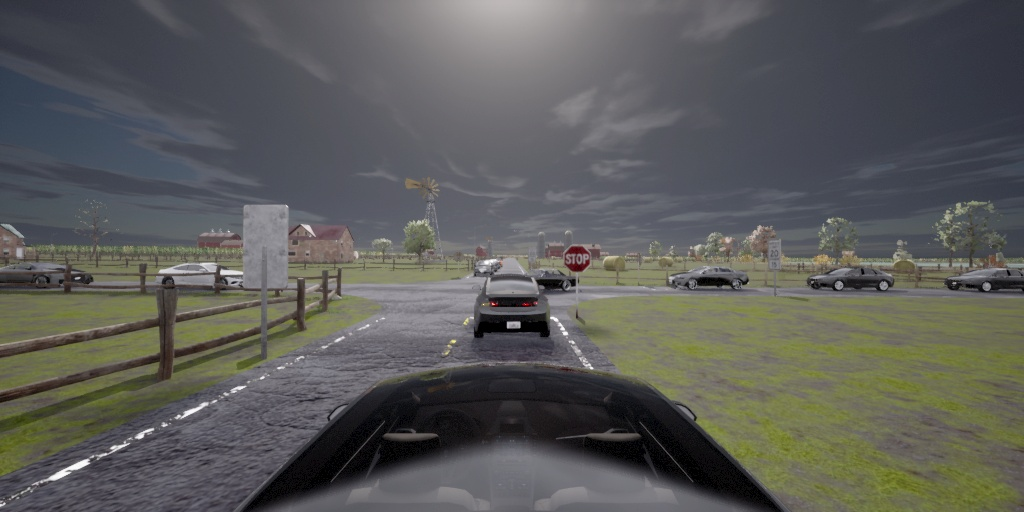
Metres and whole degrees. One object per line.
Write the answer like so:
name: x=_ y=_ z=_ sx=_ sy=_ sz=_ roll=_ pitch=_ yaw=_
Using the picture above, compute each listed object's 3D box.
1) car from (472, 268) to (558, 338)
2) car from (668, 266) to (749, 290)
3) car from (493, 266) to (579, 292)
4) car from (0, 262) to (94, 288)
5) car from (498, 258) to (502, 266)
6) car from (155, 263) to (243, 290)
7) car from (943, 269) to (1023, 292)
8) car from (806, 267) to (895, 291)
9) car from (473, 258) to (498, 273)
car: x=-0.069 y=1.256 z=10.225 sx=1.837 sy=1.490 sz=4.892 roll=0 pitch=0 yaw=-3
car: x=12.811 y=1.397 z=23.491 sx=4.902 sy=1.511 sz=2.128 roll=1 pitch=-1 yaw=-2
car: x=1.510 y=1.369 z=20.270 sx=4.718 sy=1.301 sz=1.895 roll=1 pitch=0 yaw=-35
car: x=-26.353 y=1.048 z=20.076 sx=4.181 sy=1.385 sz=1.994 roll=1 pitch=-1 yaw=-1
car: x=-2.825 y=1.241 z=46.359 sx=2.128 sy=1.511 sz=4.902 roll=0 pitch=0 yaw=0
car: x=-17.233 y=1.103 z=20.192 sx=4.674 sy=1.442 sz=1.812 roll=1 pitch=-1 yaw=-1
car: x=31.716 y=1.587 z=23.772 sx=4.892 sy=1.490 sz=1.837 roll=1 pitch=-1 yaw=-1
car: x=22.213 y=1.499 z=23.657 sx=4.892 sy=1.490 sz=1.837 roll=1 pitch=-1 yaw=-1
car: x=-2.838 y=1.243 z=36.913 sx=2.128 sy=1.511 sz=4.902 roll=0 pitch=0 yaw=0
